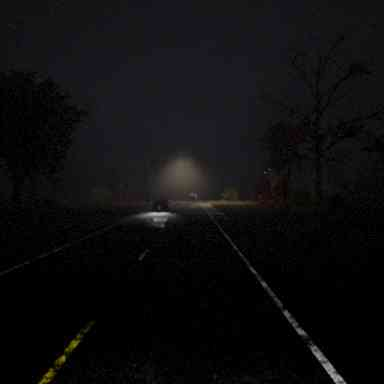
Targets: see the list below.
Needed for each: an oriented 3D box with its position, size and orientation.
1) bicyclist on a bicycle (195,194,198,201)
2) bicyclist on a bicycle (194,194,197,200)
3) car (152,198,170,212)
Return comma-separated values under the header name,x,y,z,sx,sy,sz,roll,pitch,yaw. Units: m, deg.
name,x,y,z,sx,sy,sz,roll,pitch,yaw
bicyclist on a bicycle,0.957,1.344,76.921,0.866,1.612,1.509,0,0,0
bicyclist on a bicycle,0.960,1.317,86.066,0.866,1.612,1.509,0,0,0
car,-3.583,1.473,39.145,2.128,1.511,4.902,0,0,0
